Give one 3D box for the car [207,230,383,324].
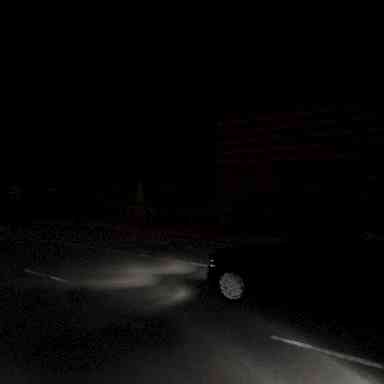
[{"bbox_3d":[2.631,1.470,6.413,5.008,1.535,1.882,0,0,35],"label":"car"}]
